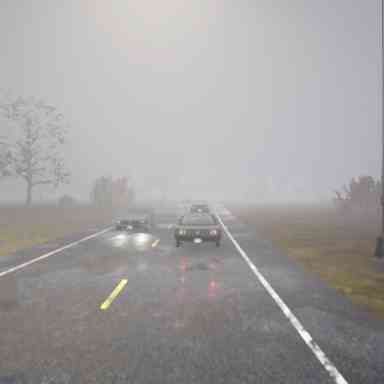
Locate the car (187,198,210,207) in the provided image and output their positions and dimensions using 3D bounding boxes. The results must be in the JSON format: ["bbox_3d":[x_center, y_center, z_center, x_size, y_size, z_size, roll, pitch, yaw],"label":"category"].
[{"bbox_3d":[0.801,1.519,32.754,1.812,1.442,4.674,0,0,2],"label":"car"}]

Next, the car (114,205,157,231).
[{"bbox_3d":[-3.303,1.541,20.699,2.033,1.411,5.357,0,0,2],"label":"car"}]

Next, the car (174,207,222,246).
[{"bbox_3d":[0.273,1.598,15.167,1.895,1.301,4.718,0,0,1],"label":"car"}]

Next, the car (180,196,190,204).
[{"bbox_3d":[-1.168,1.503,61.921,1.812,1.442,4.674,0,0,5],"label":"car"}]
